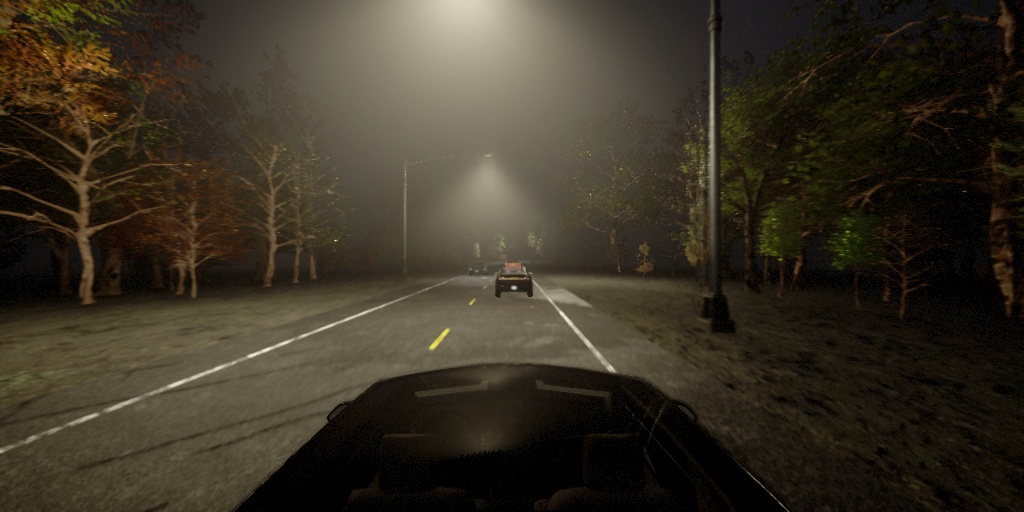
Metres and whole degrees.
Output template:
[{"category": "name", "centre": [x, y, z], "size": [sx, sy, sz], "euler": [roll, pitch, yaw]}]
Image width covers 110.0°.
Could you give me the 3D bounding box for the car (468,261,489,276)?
[{"category": "car", "centre": [-3.566, 1.340, 38.920], "size": [1.837, 1.490, 4.892], "euler": [0, 0, 0]}]

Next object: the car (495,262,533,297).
[{"category": "car", "centre": [0.101, 1.282, 19.378], "size": [2.128, 1.511, 4.902], "euler": [0, 0, 0]}]

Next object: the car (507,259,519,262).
[{"category": "car", "centre": [0.103, 1.202, 46.233], "size": [2.097, 1.767, 4.553], "euler": [0, 0, 0]}]
